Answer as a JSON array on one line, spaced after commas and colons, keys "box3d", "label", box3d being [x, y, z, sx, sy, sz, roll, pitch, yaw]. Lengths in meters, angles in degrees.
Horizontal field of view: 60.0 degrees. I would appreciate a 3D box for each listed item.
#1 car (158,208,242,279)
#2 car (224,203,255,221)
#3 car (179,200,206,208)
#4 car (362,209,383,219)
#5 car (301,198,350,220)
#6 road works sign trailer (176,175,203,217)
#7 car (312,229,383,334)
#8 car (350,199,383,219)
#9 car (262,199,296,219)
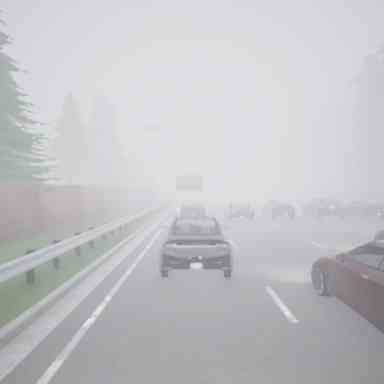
[{"box3d": [0.101, 1.446, 9.913, 2.128, 1.511, 4.902, 0, 0, 0], "label": "car"}, {"box3d": [3.601, 1.483, 26.095, 1.895, 1.301, 4.718, 0, 0, 0], "label": "car"}, {"box3d": [0.045, 1.360, 24.916, 1.882, 1.535, 5.008, 0, 0, -1], "label": "car"}, {"box3d": [7.101, 1.462, 9.442, 1.837, 1.490, 4.892, 0, 0, 0], "label": "car"}, {"box3d": [10.601, 1.229, 27.218, 2.097, 1.767, 4.553, 0, 0, 0], "label": "car"}, {"box3d": [-0.230, 0.334, 28.834, 2.380, 3.560, 2.880, 0, 0, -3], "label": "road works sign trailer"}, {"box3d": [3.587, 1.500, 5.508, 1.812, 1.442, 4.674, 0, 0, 0], "label": "car"}, {"box3d": [14.101, 1.381, 27.530, 1.837, 1.490, 4.892, 0, 0, 0], "label": "car"}, {"box3d": [7.101, 1.381, 27.535, 1.837, 1.490, 4.892, 0, 0, 0], "label": "car"}]
